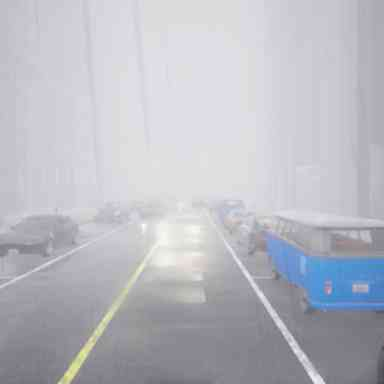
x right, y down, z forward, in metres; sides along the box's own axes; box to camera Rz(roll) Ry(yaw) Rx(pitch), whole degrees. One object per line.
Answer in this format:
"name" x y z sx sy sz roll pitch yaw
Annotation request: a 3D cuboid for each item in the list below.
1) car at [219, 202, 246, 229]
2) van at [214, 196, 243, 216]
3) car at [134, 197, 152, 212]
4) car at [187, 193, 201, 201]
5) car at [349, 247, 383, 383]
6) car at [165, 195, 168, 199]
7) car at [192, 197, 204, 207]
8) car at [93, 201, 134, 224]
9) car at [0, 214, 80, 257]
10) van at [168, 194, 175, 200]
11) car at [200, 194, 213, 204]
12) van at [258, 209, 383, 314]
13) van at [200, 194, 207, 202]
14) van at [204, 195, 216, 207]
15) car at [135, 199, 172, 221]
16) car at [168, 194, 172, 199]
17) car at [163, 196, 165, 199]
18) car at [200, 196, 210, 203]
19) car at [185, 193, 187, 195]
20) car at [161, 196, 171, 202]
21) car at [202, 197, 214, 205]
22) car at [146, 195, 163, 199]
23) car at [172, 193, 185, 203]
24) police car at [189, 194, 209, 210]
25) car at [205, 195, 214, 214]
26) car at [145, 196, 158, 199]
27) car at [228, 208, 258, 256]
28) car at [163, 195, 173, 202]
"car" 2.763 1.522 18.740 1.752 1.417 4.829 0 0 0
"van" 2.763 1.337 24.207 1.690 1.788 3.998 0 0 0
"car" -5.764 1.564 35.471 1.947 1.339 4.313 0 0 0
"car" 0.643 1.354 59.704 2.097 1.767 4.553 0 0 -5
"car" 2.765 1.440 1.661 1.967 1.590 4.097 0 0 0
"car" -5.767 1.442 58.017 1.967 1.590 4.097 0 0 0
"car" 0.893 1.507 53.825 1.837 1.490 4.892 0 0 0
"car" -5.763 1.436 24.199 1.967 1.590 4.097 0 0 0
"car" -5.762 1.563 12.926 1.947 1.339 4.313 0 0 0
"van" -5.770 1.351 91.834 1.690 1.788 3.998 0 0 0
"car" 2.758 1.318 63.664 2.192 1.841 5.009 0 0 0
"van" 2.765 1.339 7.297 1.690 1.788 3.998 0 0 0
"van" 2.756 1.348 80.574 1.690 1.788 3.998 0 0 0
"van" 2.759 1.342 52.390 1.690 1.788 3.998 0 0 0
"car" -3.104 1.544 27.863 2.033 1.411 5.357 0 0 0
"car" -5.768 1.555 69.289 2.008 1.369 4.403 0 0 0
"car" -5.766 1.567 52.380 1.947 1.339 4.313 0 0 0
"car" 2.757 1.571 69.301 1.947 1.339 4.313 0 0 0
"car" -0.009 1.376 78.658 1.882 1.535 5.008 0 0 0
"car" -5.769 1.531 74.755 1.752 1.417 4.829 0 0 0
"car" 2.758 1.547 58.027 1.887 1.381 4.507 0 0 0
"car" -5.765 1.315 46.743 2.192 1.841 5.009 0 0 0
"car" -3.008 1.536 69.486 2.033 1.411 5.357 0 0 0
"police car" 0.895 1.425 43.934 1.930 1.638 5.238 0 0 0
"car" 2.761 1.438 35.480 1.967 1.590 4.097 0 0 0
"car" -5.765 1.544 41.107 1.887 1.381 4.507 0 0 0
"car" 2.764 1.548 12.934 2.008 1.369 4.403 0 0 0
"car" -5.769 1.447 80.561 1.967 1.590 4.097 0 0 0
